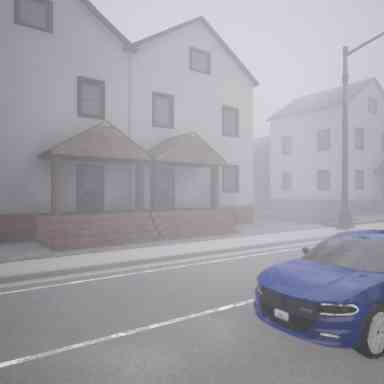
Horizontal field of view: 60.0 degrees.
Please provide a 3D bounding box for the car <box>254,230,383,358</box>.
[{"bbox_3d":[3.328,1.478,6.158,5.008,1.535,1.882,0,0,-35],"label":"car"}]
